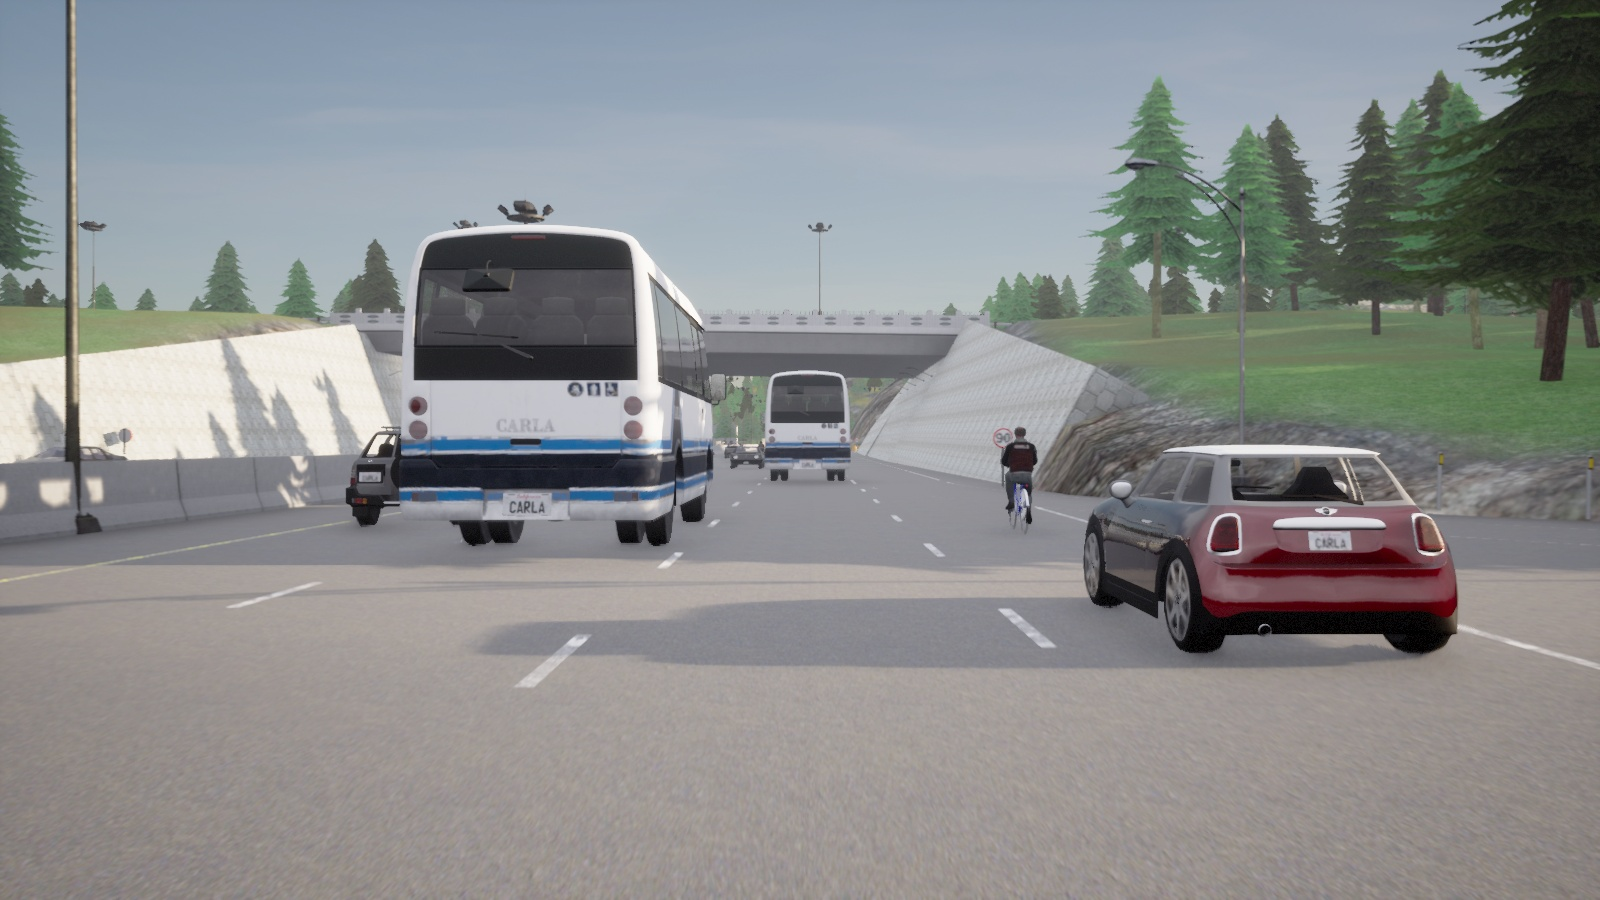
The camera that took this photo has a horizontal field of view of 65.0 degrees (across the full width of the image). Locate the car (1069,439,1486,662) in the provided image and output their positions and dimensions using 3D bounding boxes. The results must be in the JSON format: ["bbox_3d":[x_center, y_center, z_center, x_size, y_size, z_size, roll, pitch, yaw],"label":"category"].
[{"bbox_3d":[3.574,0.657,10.233,1.970,1.475,3.806,0,0,0],"label":"car"}]

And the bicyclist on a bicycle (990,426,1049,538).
[{"bbox_3d":[3.635,0.502,20.940,0.659,1.776,1.843,0,1,0],"label":"bicyclist on a bicycle"}]

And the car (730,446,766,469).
[{"bbox_3d":[-3.062,0.426,74.219,1.895,1.301,4.718,0,0,0],"label":"car"}]

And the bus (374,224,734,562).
[{"bbox_3d":[-3.364,-0.751,20.966,3.944,4.253,10.273,0,0,0],"label":"bus"}]

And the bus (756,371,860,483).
[{"bbox_3d":[0.317,-0.928,52.888,3.944,4.253,10.273,0,1,0],"label":"bus"}]

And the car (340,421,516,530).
[{"bbox_3d":[-6.850,0.424,23.669,1.932,1.855,4.605,0,0,0],"label":"car"}]

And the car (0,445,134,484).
[{"bbox_3d":[-27.762,0.503,47.653,2.033,1.411,5.357,0,0,1],"label":"car"}]
